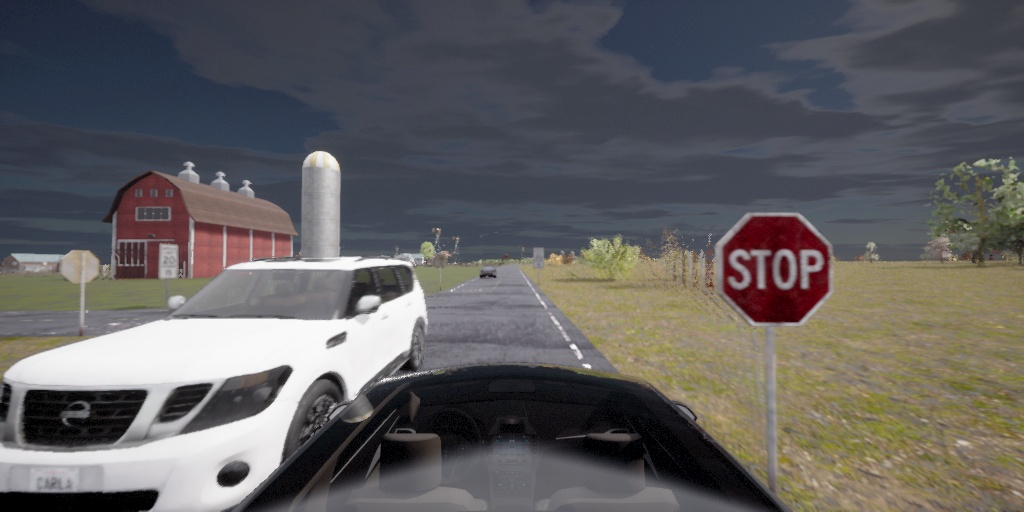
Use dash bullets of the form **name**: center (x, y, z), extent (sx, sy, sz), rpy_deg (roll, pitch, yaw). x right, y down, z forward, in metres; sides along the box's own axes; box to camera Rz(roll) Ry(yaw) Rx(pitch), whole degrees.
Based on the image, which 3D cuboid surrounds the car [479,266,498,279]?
- **car**: center (-2.602, 1.832, 40.467), extent (2.033, 1.411, 5.357), rpy_deg (0, -1, 0)

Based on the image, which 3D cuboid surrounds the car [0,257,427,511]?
- **car**: center (-2.733, 1.025, 4.915), extent (2.150, 2.045, 5.566), rpy_deg (0, -1, 0)
